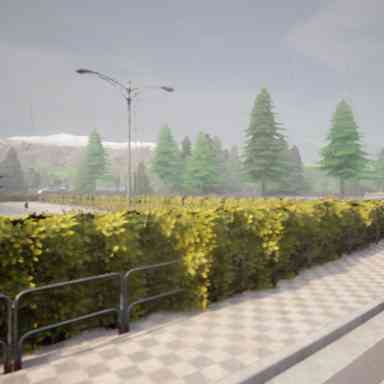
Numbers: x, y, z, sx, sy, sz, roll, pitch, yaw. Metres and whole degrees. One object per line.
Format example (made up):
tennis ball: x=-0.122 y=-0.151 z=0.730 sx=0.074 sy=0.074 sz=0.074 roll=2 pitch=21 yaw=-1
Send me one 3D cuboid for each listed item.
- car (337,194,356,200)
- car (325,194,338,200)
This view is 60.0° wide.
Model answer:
car: x=33.555 y=1.742 z=71.059 sx=2.128 sy=1.511 sz=4.902 roll=0 pitch=0 yaw=5
car: x=34.436 y=1.395 z=81.408 sx=2.150 sy=2.045 sz=5.566 roll=0 pitch=0 yaw=5
